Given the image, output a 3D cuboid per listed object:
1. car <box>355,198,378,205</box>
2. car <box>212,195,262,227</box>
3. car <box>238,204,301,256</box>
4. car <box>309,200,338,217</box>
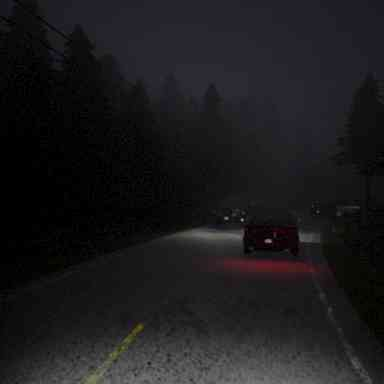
[{"bbox_3d":[29.003,1.721,55.261,4.718,1.301,1.895,0,0,-40],"label":"car"},{"bbox_3d":[3.241,1.220,22.320,2.150,2.045,5.566,0,0,26],"label":"car"},{"bbox_3d":[3.309,1.485,13.417,1.882,1.535,5.008,0,0,18],"label":"car"},{"bbox_3d":[12.650,1.537,31.877,2.128,1.511,4.902,0,0,33],"label":"car"}]
